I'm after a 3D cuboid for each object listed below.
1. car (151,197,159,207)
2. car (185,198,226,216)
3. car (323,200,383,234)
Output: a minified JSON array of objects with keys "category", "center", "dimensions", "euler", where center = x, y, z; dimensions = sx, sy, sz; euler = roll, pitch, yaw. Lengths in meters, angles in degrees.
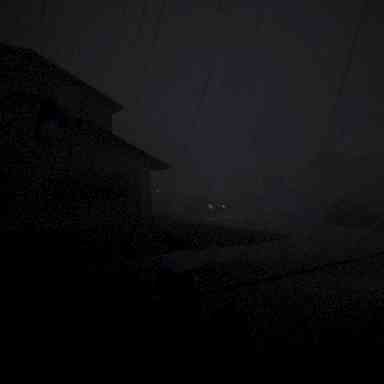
[{"category":"car","center":[-6.751,1.526,50.831],"dimensions":[1.812,1.442,4.674],"euler":[0,0,-36]},{"category":"car","center":[1.230,1.351,32.363],"dimensions":[2.097,1.767,4.553],"euler":[0,0,-35]},{"category":"car","center":[9.960,1.351,19.192],"dimensions":[2.097,1.767,4.553],"euler":[0,0,-27]}]
